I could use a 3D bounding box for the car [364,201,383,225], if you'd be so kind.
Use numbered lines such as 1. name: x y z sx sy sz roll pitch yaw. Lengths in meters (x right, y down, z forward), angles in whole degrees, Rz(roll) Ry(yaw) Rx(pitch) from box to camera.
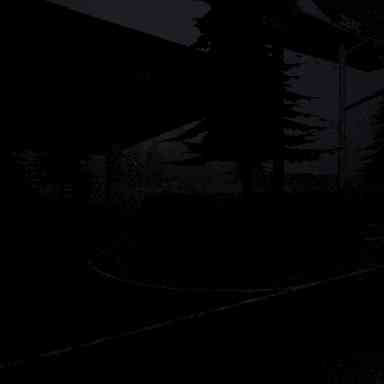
1. car: 11.450 1.317 21.334 2.128 1.511 4.902 0 1 -36

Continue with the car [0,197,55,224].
1. car: -11.894 1.313 23.518 3.866 1.878 1.905 0 0 -36
